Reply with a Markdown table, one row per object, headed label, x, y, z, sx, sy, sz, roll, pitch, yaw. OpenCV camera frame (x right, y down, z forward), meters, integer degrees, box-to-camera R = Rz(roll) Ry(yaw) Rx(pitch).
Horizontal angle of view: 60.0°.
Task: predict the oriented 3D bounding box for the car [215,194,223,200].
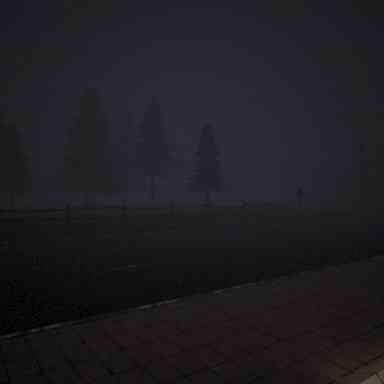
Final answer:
| label | x | y | z | sx | sy | sz | roll | pitch | yaw |
| --- | --- | --- | --- | --- | --- | --- | --- | --- | --- |
| car | 5.491 | 1.469 | 84.440 | 2.150 | 2.045 | 5.566 | 1 | 0 | -35 |

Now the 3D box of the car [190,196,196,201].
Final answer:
| label | x | y | z | sx | sy | sz | roll | pitch | yaw |
| --- | --- | --- | --- | --- | --- | --- | --- | --- | --- |
| car | -0.277 | 1.700 | 80.468 | 1.812 | 1.442 | 4.674 | 1 | 0 | -35 |

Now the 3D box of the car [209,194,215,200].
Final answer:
| label | x | y | z | sx | sy | sz | roll | pitch | yaw |
| --- | --- | --- | --- | --- | --- | --- | --- | --- | --- |
| car | 2.597 | 1.750 | 82.465 | 2.033 | 1.411 | 5.357 | 1 | 0 | -35 |

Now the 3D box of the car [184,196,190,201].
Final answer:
| label | x | y | z | sx | sy | sz | roll | pitch | yaw |
| --- | --- | --- | --- | --- | --- | --- | --- | --- | --- |
| car | -3.134 | 1.737 | 78.445 | 1.895 | 1.301 | 4.718 | 1 | 0 | -35 |
